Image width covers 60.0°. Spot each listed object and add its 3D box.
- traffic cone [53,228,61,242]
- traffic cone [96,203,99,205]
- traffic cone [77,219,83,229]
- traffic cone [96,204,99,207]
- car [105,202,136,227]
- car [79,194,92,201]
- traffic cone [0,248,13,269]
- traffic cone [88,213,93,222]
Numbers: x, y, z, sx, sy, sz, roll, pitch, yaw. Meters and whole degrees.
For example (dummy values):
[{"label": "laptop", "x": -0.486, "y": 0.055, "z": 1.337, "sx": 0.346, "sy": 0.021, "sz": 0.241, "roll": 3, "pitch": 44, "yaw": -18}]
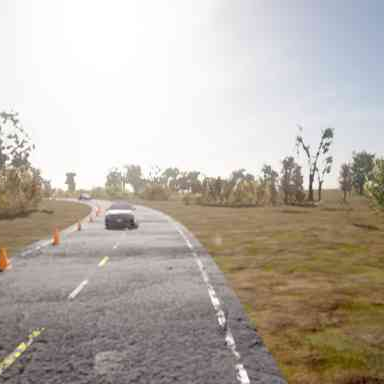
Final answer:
[{"label": "traffic cone", "x": -5.916, "y": 1.889, "z": 14.541, "sx": 0.340, "sy": 0.580, "sz": 0.340, "roll": 0, "pitch": 0, "yaw": -6}, {"label": "traffic cone", "x": -10.716, "y": 1.788, "z": 38.586, "sx": 0.340, "sy": 0.580, "sz": 0.340, "roll": 0, "pitch": 0, "yaw": -16}, {"label": "traffic cone", "x": -6.553, "y": 1.868, "z": 19.409, "sx": 0.340, "sy": 0.580, "sz": 0.340, "roll": 0, "pitch": 0, "yaw": -8}, {"label": "traffic cone", "x": -9.435, "y": 1.808, "z": 33.847, "sx": 0.340, "sy": 0.580, "sz": 0.340, "roll": 0, "pitch": 0, "yaw": -14}, {"label": "car", "x": -4.729, "y": 1.429, "z": 22.185, "sx": 1.812, "sy": 1.442, "sz": 4.674, "roll": 0, "pitch": 0, "yaw": -10}, {"label": "car", "x": -23.569, "y": 1.222, "z": 73.577, "sx": 2.128, "sy": 1.511, "sz": 4.902, "roll": 0, "pitch": 0, "yaw": -35}, {"label": "traffic cone", "x": -5.442, "y": 1.910, "z": 9.654, "sx": 0.340, "sy": 0.580, "sz": 0.340, "roll": 0, "pitch": 0, "yaw": -5}, {"label": "traffic cone", "x": -7.353, "y": 1.847, "z": 24.253, "sx": 0.340, "sy": 0.580, "sz": 0.340, "roll": 0, "pitch": 0, "yaw": -10}]
